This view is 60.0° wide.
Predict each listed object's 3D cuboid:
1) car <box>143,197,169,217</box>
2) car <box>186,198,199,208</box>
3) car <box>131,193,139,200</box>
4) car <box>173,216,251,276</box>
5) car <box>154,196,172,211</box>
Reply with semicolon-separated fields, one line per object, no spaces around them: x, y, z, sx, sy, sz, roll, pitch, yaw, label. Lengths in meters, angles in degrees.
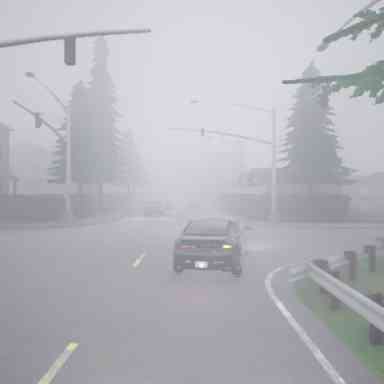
-3.588;1.549;32.463;1.837;1.490;4.892;0;0;0;car
0.103;1.631;49.648;1.994;1.385;4.181;0;0;0;car
-16.770;1.196;87.508;3.866;1.878;1.905;0;0;-1;car
0.746;1.514;10.508;1.837;1.490;4.892;-1;0;12;car
-3.581;1.536;42.905;1.882;1.535;5.008;0;0;0;car
